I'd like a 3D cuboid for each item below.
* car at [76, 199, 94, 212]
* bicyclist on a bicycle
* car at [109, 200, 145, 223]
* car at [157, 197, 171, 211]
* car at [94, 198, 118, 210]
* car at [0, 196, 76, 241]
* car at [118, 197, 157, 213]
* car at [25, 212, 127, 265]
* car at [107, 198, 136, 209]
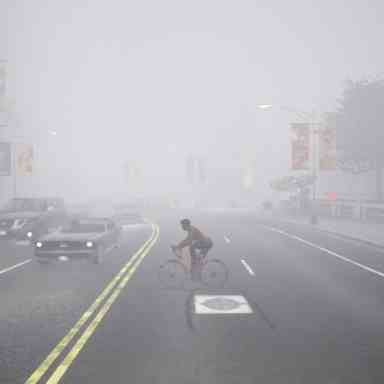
[{"bbox_3d":[-8.422,1.493,24.502,1.882,1.535,5.008,0,0,-16],"label":"car"},{"bbox_3d":[0.015,1.453,7.763,1.656,1.620,0.582,0,0,-1],"label":"bicyclist on a bicycle"},{"bbox_3d":[-5.022,1.564,25.294,1.994,1.385,4.181,0,0,-16],"label":"car"},{"bbox_3d":[-4.339,1.352,39.662,2.097,1.767,4.553,0,0,-32],"label":"car"},{"bbox_3d":[-12.241,1.505,44.094,4.892,1.490,1.837,0,0,44],"label":"car"},{"bbox_3d":[-7.379,1.223,15.385,2.150,2.045,5.566,0,0,-4],"label":"car"},{"bbox_3d":[-6.016,1.352,36.064,2.097,1.767,4.553,0,0,-31],"label":"car"},{"bbox_3d":[-3.763,1.601,11.774,1.895,1.301,4.718,0,0,-2],"label":"car"},{"bbox_3d":[-9.977,1.564,46.630,4.181,1.385,1.994,0,0,45],"label":"car"}]
